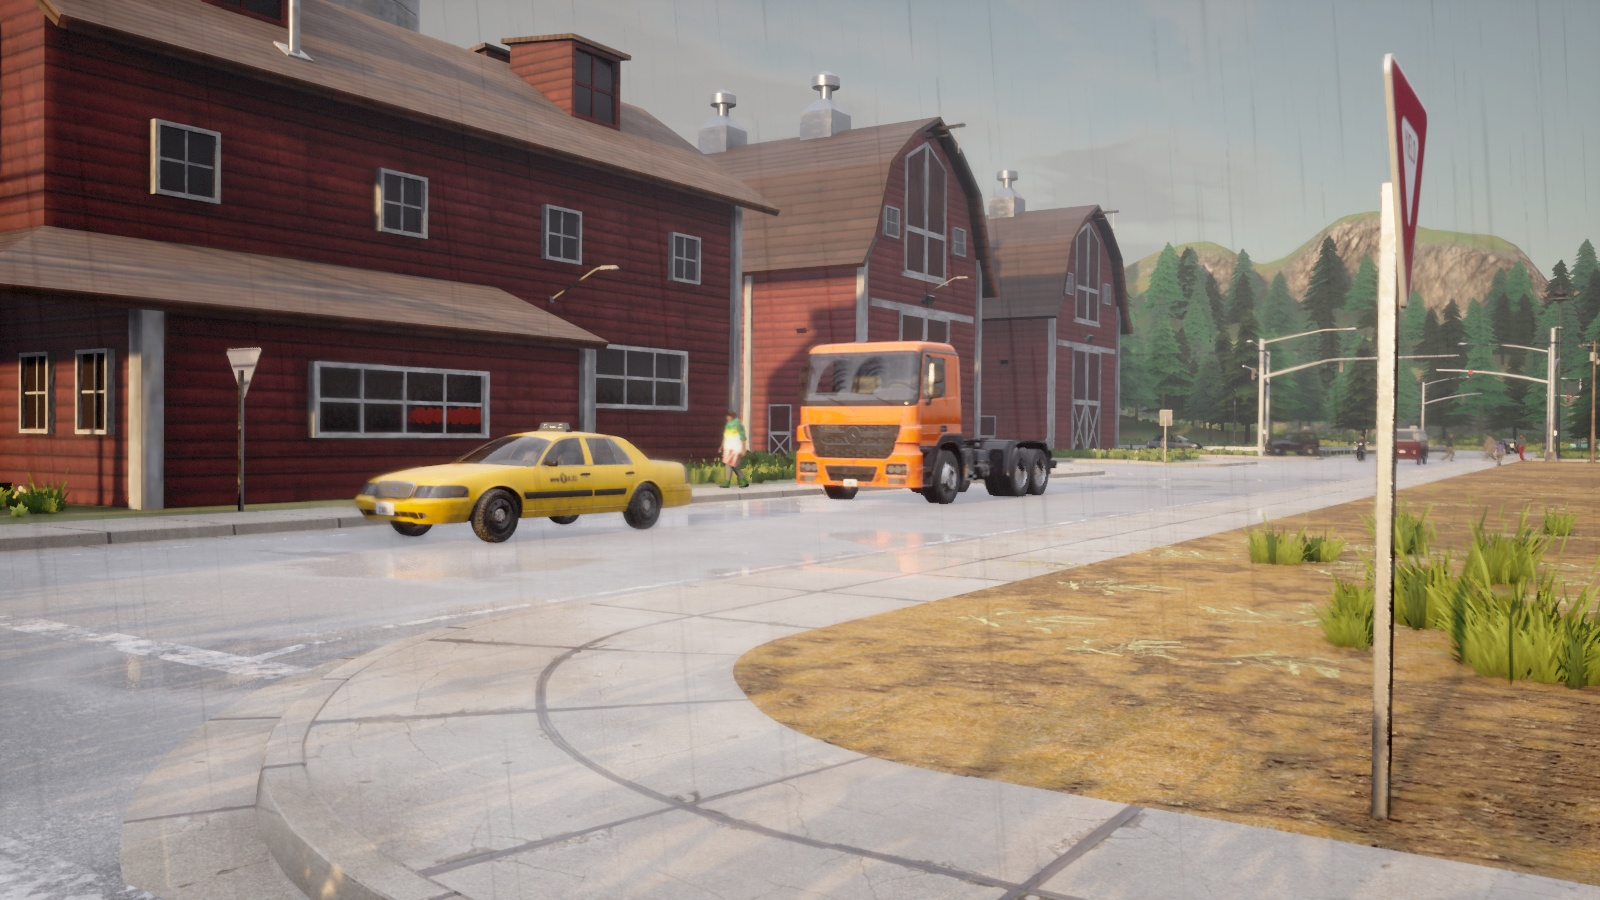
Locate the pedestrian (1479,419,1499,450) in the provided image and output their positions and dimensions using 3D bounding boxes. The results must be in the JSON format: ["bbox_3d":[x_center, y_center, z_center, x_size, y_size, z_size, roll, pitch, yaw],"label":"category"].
[{"bbox_3d":[43.247,-0.963,78.791,0.873,1.952,0.659,-1,1,-2],"label":"pedestrian"}]

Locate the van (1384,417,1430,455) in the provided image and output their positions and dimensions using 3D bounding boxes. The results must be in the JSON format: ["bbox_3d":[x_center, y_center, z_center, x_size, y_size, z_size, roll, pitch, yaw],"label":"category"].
[{"bbox_3d":[33.529,-0.796,69.319,1.775,1.987,4.442,0,1,33],"label":"van"}]

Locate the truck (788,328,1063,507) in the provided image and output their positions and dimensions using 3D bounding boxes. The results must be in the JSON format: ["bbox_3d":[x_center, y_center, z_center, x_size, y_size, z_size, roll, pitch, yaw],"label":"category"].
[{"bbox_3d":[3.136,-0.695,28.508,2.891,3.462,7.936,0,1,33],"label":"truck"}]

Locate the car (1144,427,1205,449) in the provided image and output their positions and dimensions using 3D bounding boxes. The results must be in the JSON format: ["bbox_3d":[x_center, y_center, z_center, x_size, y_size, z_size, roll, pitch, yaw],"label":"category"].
[{"bbox_3d":[27.907,-0.900,93.524,3.988,1.617,1.851,0,1,34],"label":"car"}]

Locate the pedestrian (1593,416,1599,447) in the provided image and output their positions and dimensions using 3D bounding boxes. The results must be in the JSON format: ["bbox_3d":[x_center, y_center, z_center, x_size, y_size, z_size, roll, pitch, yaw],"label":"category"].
[{"bbox_3d":[48.219,-1.089,75.378,0.900,1.855,0.874,0,1,40],"label":"pedestrian"}]

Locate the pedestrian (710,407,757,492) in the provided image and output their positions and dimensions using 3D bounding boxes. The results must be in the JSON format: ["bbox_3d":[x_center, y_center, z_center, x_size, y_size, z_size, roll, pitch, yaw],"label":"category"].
[{"bbox_3d":[-1.542,-0.019,29.262,0.873,1.952,0.659,-1,1,-30],"label":"pedestrian"}]

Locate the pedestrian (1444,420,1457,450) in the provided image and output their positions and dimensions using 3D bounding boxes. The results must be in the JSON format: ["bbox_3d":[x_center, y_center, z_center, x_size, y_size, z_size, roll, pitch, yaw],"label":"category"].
[{"bbox_3d":[39.931,-0.907,77.094,0.726,1.842,0.402,0,1,29],"label":"pedestrian"}]

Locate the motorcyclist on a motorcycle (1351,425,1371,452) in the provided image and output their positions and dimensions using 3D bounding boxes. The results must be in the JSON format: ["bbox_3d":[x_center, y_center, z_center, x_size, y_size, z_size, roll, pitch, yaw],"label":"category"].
[{"bbox_3d":[34.714,-0.716,77.638,0.866,1.590,1.817,0,1,33],"label":"motorcyclist on a motorcycle"}]

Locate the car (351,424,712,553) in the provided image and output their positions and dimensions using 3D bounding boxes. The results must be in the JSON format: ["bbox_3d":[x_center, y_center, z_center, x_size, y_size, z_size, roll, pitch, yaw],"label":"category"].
[{"bbox_3d":[-3.601,0.432,18.026,1.801,1.575,5.366,0,1,33],"label":"car"}]
